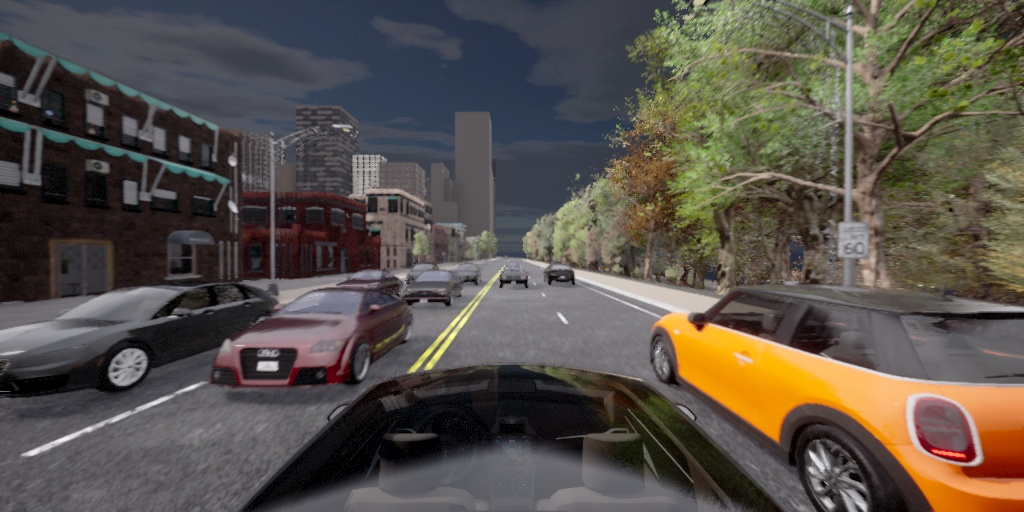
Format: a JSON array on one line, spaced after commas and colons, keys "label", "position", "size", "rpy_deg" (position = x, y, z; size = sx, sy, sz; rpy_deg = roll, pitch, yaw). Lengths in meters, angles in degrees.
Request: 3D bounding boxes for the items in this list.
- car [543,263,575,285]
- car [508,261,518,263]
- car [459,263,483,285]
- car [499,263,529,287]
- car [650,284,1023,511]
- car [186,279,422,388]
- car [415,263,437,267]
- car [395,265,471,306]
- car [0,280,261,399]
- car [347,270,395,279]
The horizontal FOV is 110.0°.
[{"label": "car", "position": [3.369, 1.266, 26.289], "size": [1.882, 1.535, 5.008], "rpy_deg": [0, 0, 0]}, {"label": "car", "position": [0.092, 1.362, 43.250], "size": [2.033, 1.411, 5.357], "rpy_deg": [0, 0, 0]}, {"label": "car", "position": [-3.232, 1.294, 26.519], "size": [1.837, 1.490, 4.892], "rpy_deg": [0, 0, 0]}, {"label": "car", "position": [0.118, 1.386, 24.550], "size": [1.895, 1.301, 4.718], "rpy_deg": [0, 0, 0]}, {"label": "car", "position": [3.354, 1.104, 4.196], "size": [2.097, 1.767, 4.553], "rpy_deg": [0, 0, 0]}, {"label": "car", "position": [-3.332, 1.323, 6.899], "size": [1.994, 1.385, 4.181], "rpy_deg": [0, 0, 0]}, {"label": "car", "position": [-6.482, 1.295, 26.947], "size": [1.837, 1.490, 4.892], "rpy_deg": [0, 0, 0]}, {"label": "car", "position": [-3.315, 1.321, 16.167], "size": [2.033, 1.411, 5.357], "rpy_deg": [0, 0, 0]}, {"label": "car", "position": [-6.584, 1.264, 6.810], "size": [1.837, 1.490, 4.892], "rpy_deg": [0, 0, 0]}, {"label": "car", "position": [-6.565, 1.339, 16.783], "size": [1.994, 1.385, 4.181], "rpy_deg": [0, 0, 0]}]
